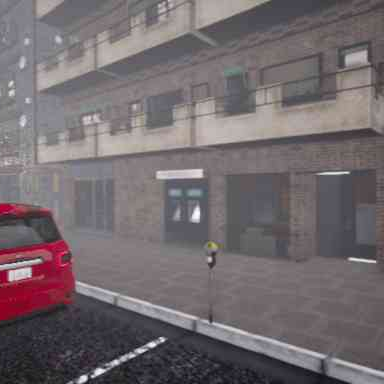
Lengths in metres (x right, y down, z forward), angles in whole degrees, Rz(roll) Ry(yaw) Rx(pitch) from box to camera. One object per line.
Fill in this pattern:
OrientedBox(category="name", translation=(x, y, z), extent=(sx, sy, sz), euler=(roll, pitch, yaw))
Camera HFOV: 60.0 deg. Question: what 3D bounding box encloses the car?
OrientedBox(category="car", translation=(-4.441, 1.250, 6.297), extent=(5.566, 2.045, 2.150), euler=(-1, 0, 39))
